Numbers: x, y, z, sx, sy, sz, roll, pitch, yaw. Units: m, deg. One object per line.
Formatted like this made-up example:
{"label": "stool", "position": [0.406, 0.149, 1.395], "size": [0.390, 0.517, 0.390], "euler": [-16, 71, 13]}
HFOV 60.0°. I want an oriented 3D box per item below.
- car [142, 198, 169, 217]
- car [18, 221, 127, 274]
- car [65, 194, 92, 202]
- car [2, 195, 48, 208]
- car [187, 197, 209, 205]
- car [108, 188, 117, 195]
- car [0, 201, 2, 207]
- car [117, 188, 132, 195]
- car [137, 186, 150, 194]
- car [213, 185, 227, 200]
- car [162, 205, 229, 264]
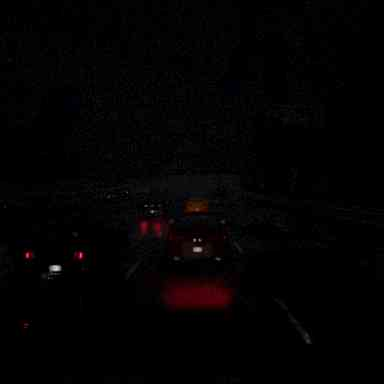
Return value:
{"label": "car", "position": [-3.020, 1.271, 28.278], "size": [2.128, 1.511, 4.902], "euler": [0, 1, 1]}
{"label": "car", "position": [-3.335, 1.571, 10.400], "size": [1.895, 1.301, 4.718], "euler": [0, 0, 1]}
{"label": "car", "position": [-13.382, 1.060, 39.458], "size": [2.128, 1.511, 4.902], "euler": [0, 1, 2]}
{"label": "car", "position": [-17.047, 1.209, 34.874], "size": [2.033, 1.411, 5.357], "euler": [0, 1, 2]}
{"label": "car", "position": [0.525, 1.230, 30.061], "size": [1.882, 1.535, 5.008], "euler": [0, 1, 1]}
{"label": "car", "position": [-18.326, -0.138, 78.806], "size": [2.033, 1.411, 5.357], "euler": [0, 2, 4]}
{"label": "car", "position": [-20.400, 1.121, 39.211], "size": [2.033, 1.411, 5.357], "euler": [0, 1, 2]}
{"label": "car", "position": [-15.004, -0.075, 76.001], "size": [1.837, 1.490, 4.892], "euler": [0, 2, 4]}
{"label": "car", "position": [-11.344, -0.441, 78.290], "size": [2.150, 2.045, 5.566], "euler": [0, 2, 4]}
{"label": "car", "position": [5.108, 0.169, 60.465], "size": [2.150, 2.045, 5.566], "euler": [0, 2, 3]}
{"label": "car", "position": [0.182, 1.440, 11.779], "size": [1.882, 1.535, 5.008], "euler": [0, 0, 1]}
